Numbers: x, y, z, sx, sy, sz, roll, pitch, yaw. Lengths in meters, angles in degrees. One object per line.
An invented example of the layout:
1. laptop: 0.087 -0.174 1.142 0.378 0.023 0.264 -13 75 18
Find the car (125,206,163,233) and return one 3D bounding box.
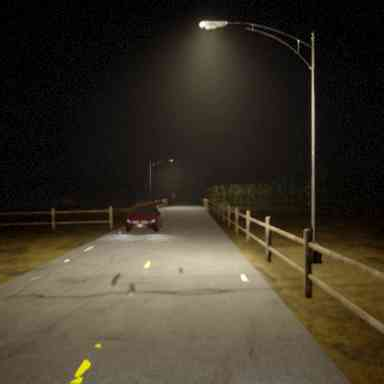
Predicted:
1. car: -2.829 1.593 20.477 1.812 1.442 4.674 0 0 0
